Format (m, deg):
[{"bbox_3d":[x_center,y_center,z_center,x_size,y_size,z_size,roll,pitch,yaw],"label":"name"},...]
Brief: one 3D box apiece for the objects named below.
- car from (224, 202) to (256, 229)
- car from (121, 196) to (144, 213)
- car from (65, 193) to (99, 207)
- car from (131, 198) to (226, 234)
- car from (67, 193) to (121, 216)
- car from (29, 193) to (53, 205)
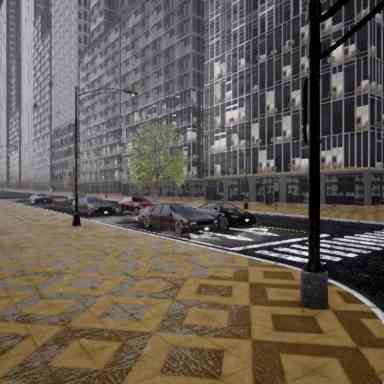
[{"bbox_3d":[1.751,1.309,19.545,1.994,1.385,4.181,0,1,-38],"label":"car"},{"bbox_3d":[-4.579,1.083,27.614,1.812,1.442,4.674,0,1,-38],"label":"car"},{"bbox_3d":[-12.679,0.863,37.993,2.033,1.411,5.357,0,1,-38],"label":"car"},{"bbox_3d":[-0.940,1.292,17.708,2.033,1.411,5.357,0,1,-38],"label":"car"},{"bbox_3d":[-7.997,1.082,26.706,2.033,1.411,5.357,0,1,-38],"label":"car"},{"bbox_3d":[-17.985,0.801,39.550,1.994,1.385,4.181,0,1,-37],"label":"car"}]
